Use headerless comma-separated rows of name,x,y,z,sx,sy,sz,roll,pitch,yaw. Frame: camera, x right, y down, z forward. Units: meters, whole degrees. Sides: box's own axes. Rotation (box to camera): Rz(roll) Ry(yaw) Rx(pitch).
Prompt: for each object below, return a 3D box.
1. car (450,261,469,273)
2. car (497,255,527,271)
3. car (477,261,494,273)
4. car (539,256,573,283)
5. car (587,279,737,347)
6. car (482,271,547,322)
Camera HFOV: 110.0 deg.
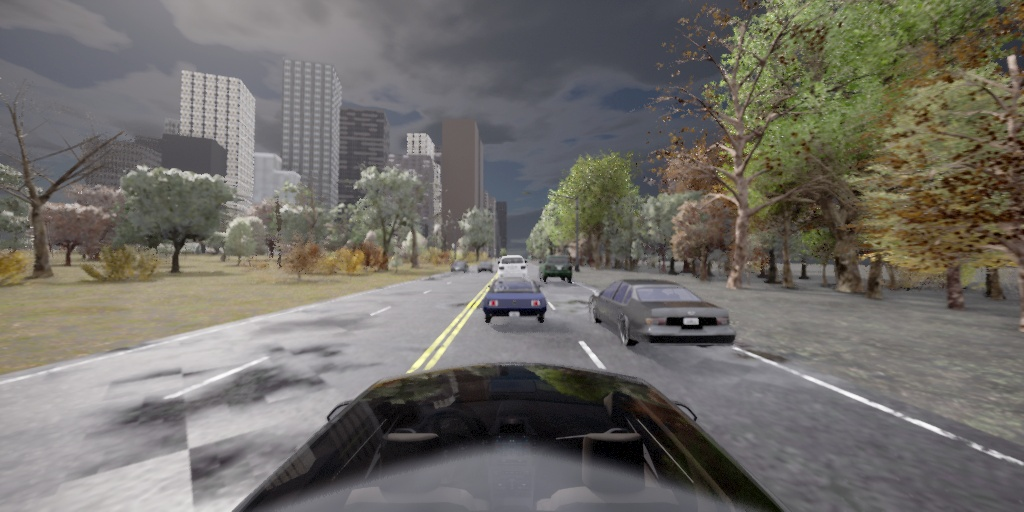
car,-6.594,1.387,45.628,2.128,1.511,4.902,0,0,0
car,0.045,1.004,28.371,2.150,2.045,5.566,-3,0,0
car,-3.345,1.396,45.406,1.837,1.490,4.892,0,0,0
car,3.369,1.008,28.402,2.150,2.045,5.566,1,-1,0
car,3.333,1.288,9.169,2.033,1.411,5.357,0,-1,0
car,0.080,1.391,12.515,1.895,1.301,4.718,0,0,0
